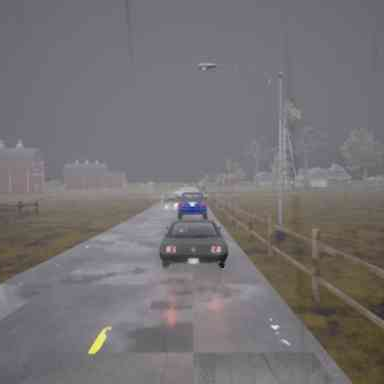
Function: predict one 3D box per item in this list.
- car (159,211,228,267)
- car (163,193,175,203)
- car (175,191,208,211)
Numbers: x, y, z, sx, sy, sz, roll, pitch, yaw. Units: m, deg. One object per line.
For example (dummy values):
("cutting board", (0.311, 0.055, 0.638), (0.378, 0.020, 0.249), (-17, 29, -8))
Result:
("car", (0.060, 1.540, 11.096), (1.895, 1.301, 4.718), (0, 1, 0))
("car", (-2.835, 0.812, 46.119), (1.994, 1.385, 4.181), (0, 2, 0))
("car", (0.058, 0.959, 26.402), (2.150, 2.045, 5.566), (0, 1, 0))
